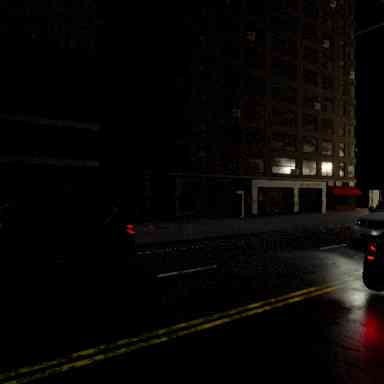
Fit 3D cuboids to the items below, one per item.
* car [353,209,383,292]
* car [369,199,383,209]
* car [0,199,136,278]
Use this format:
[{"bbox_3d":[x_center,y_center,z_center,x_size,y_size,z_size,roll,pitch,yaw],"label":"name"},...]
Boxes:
[{"bbox_3d":[6.032,1.353,7.740,4.553,1.767,2.097,0,0,-35],"label":"car"},{"bbox_3d":[9.183,1.225,14.219,5.566,2.045,2.150,0,0,-35],"label":"car"},{"bbox_3d":[-4.203,1.221,8.668,5.566,2.045,2.150,0,0,-35],"label":"car"}]
